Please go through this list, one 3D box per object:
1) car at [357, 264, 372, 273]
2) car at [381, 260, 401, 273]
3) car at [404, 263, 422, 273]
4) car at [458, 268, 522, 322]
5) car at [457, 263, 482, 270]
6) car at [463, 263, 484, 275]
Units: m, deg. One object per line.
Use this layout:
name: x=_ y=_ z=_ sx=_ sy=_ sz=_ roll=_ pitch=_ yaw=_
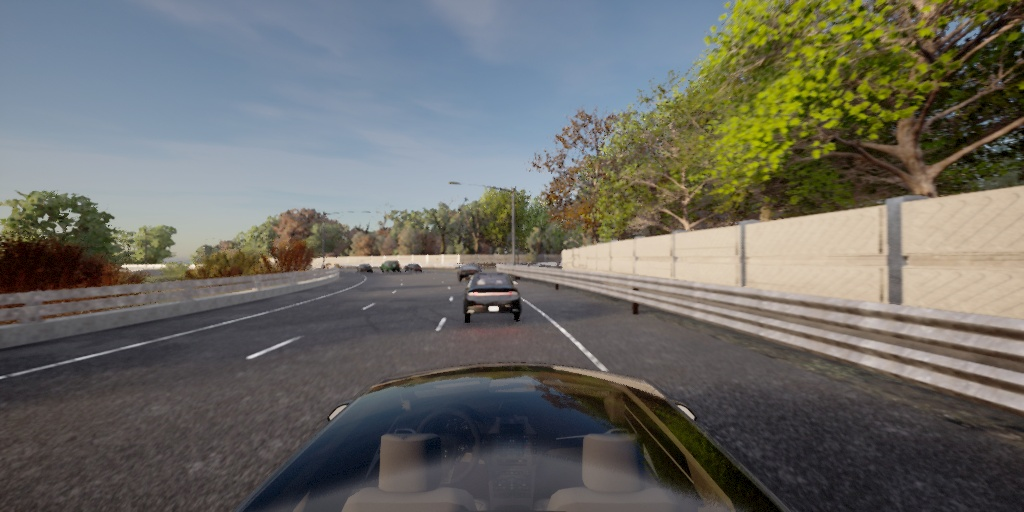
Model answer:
car: x=-24.405 y=2.041 z=59.275 sx=1.837 sy=1.490 sz=4.892 roll=0 pitch=-1 yaw=-32
car: x=-19.933 y=1.719 z=58.770 sx=2.150 sy=2.045 sz=5.566 roll=0 pitch=-1 yaw=-32
car: x=-16.567 y=1.990 z=59.889 sx=1.837 sy=1.490 sz=4.892 roll=0 pitch=-1 yaw=-31
car: x=-0.779 y=1.367 z=12.985 sx=2.128 sy=1.511 sz=4.902 roll=0 pitch=-1 yaw=-6
car: x=-3.995 y=1.588 z=33.062 sx=1.882 sy=1.535 sz=5.008 roll=0 pitch=-1 yaw=-11
car: x=-5.401 y=1.781 z=50.502 sx=1.882 sy=1.535 sz=5.008 roll=-1 pitch=-1 yaw=6
